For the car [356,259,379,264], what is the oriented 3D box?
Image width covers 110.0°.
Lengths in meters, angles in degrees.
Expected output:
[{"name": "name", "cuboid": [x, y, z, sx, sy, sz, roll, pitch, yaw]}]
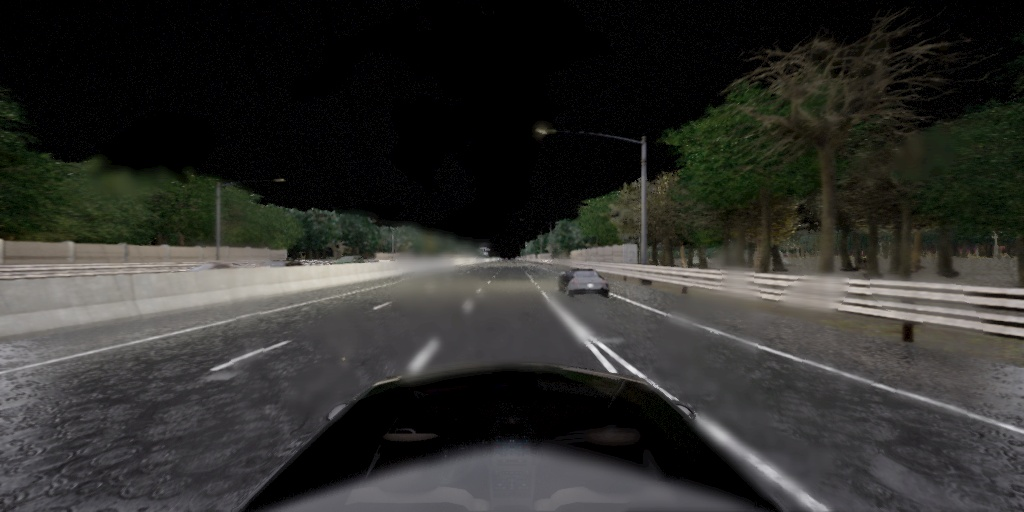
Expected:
[{"name": "car", "cuboid": [-17.541, 1.355, 45.334, 1.994, 1.385, 4.181, 0, 0, 0]}]

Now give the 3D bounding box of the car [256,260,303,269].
[{"name": "car", "cuboid": [-17.579, 1.124, 27.052, 2.097, 1.767, 4.553, 0, 0, 0]}]

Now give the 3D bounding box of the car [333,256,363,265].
[{"name": "car", "cuboid": [-21.011, 1.014, 46.309, 2.150, 2.045, 5.566, 0, 0, 0]}]

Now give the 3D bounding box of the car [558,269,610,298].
[{"name": "car", "cuboid": [3.605, 1.330, 18.585, 1.994, 1.385, 4.181, 0, 0, -1]}]

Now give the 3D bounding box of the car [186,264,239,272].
[{"name": "car", "cuboid": [-21.084, 1.297, 25.036, 1.812, 1.442, 4.674, 0, 0, 0]}]

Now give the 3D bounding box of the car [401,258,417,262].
[{"name": "car", "cuboid": [-17.502, 1.039, 60.954, 1.837, 1.490, 4.892, 0, 0, 0]}]
